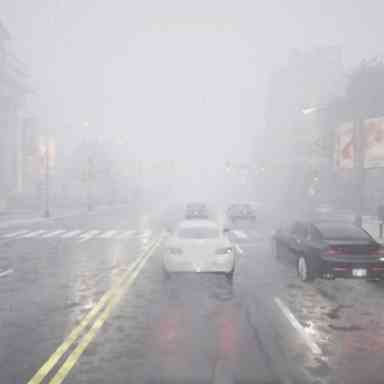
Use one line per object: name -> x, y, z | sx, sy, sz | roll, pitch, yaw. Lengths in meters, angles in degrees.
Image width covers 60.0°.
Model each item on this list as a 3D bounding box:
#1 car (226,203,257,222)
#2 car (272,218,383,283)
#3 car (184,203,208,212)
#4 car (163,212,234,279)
car -> 3.831, 1.574, 26.277 | 2.033, 1.411, 5.357 | 0, 0, 1
car -> 3.681, 1.515, 9.686 | 1.837, 1.490, 4.892 | 0, 0, 1
car -> 0.336, 1.574, 26.719 | 2.033, 1.411, 5.357 | 0, 0, 1
car -> 0.179, 1.536, 9.989 | 1.812, 1.442, 4.674 | 0, 0, 0
